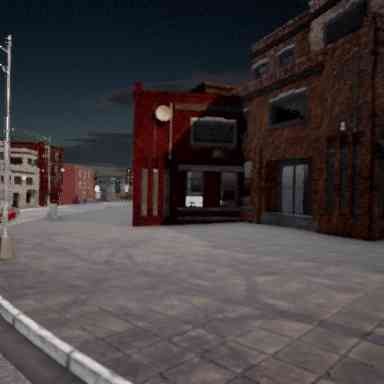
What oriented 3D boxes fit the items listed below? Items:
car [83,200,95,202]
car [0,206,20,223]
[{"bbox_3d":[-22.686,1.992,73.591,2.033,1.411,5.357,1,-1,-3],"label":"car"},{"bbox_3d":[-16.331,1.855,28.184,1.895,1.301,4.718,1,-1,-8],"label":"car"}]
